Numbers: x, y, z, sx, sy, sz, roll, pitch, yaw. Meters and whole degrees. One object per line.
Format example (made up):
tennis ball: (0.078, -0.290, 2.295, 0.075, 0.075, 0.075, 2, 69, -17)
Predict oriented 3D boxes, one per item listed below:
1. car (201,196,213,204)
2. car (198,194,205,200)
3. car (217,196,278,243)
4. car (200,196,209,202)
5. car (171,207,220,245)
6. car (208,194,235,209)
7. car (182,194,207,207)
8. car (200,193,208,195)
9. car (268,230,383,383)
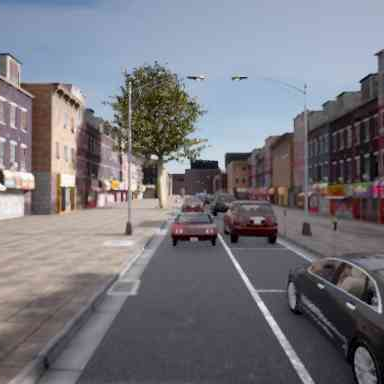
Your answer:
car: (2.648, 1.460, 60.187, 1.887, 1.381, 4.507, 1, 0, 0)
car: (2.648, 1.403, 93.601, 1.752, 1.417, 4.829, 1, 0, 0)
car: (2.650, 1.297, 15.859, 2.192, 1.841, 5.009, 1, 0, 0)
car: (2.648, 1.465, 71.268, 1.947, 1.339, 4.313, 1, 0, 0)
car: (0.097, 1.583, 15.410, 1.895, 1.301, 4.718, 0, 0, 0)
car: (2.982, 1.188, 31.034, 2.150, 2.045, 5.566, 0, 0, 0)
car: (0.097, 1.310, 32.201, 2.097, 1.767, 4.553, 0, 0, 0)
car: (2.651, 1.247, 49.105, 2.192, 1.841, 5.009, 1, 0, 0)
car: (2.647, 1.547, 4.777, 2.008, 1.369, 4.403, 1, 0, 0)
